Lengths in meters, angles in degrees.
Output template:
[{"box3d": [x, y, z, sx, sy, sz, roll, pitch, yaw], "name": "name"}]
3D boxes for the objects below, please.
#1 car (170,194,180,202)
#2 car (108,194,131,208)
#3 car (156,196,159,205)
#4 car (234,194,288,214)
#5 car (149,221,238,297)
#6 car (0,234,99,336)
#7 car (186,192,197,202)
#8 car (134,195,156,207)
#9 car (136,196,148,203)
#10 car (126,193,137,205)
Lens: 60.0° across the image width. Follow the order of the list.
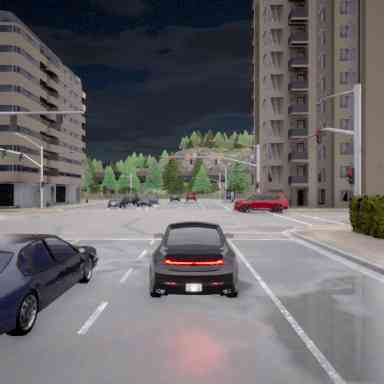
[{"box3d": [-3.634, 1.194, 72.985, 2.097, 1.767, 4.553, 0, 0, 0], "name": "car"}, {"box3d": [-10.671, 1.491, 47.589, 2.128, 1.511, 4.902, 0, 0, 0], "name": "car"}, {"box3d": [-7.177, 1.352, 59.524, 2.097, 1.767, 4.553, 0, 0, 0], "name": "car"}, {"box3d": [7.193, 1.222, 34.748, 5.566, 2.045, 2.150, 0, 0, 0], "name": "car"}, {"box3d": [0.048, 1.505, 8.528, 1.837, 1.490, 4.892, 0, 0, 0], "name": "car"}, {"box3d": [-3.462, 1.547, 6.598, 2.033, 1.411, 5.357, 0, 0, 0], "name": "car"}, {"box3d": [-0.134, 1.064, 73.052, 2.150, 2.045, 5.566, 0, 0, 0], "name": "car"}, {"box3d": [-7.167, 1.564, 50.946, 1.994, 1.385, 4.181, 0, 0, 0], "name": "car"}, {"box3d": [-10.630, 1.521, 70.783, 1.994, 1.385, 4.181, 0, 0, 0], "name": "car"}, {"box3d": [-10.678, 1.222, 57.716, 2.150, 2.045, 5.566, 0, 0, 0], "name": "car"}]
